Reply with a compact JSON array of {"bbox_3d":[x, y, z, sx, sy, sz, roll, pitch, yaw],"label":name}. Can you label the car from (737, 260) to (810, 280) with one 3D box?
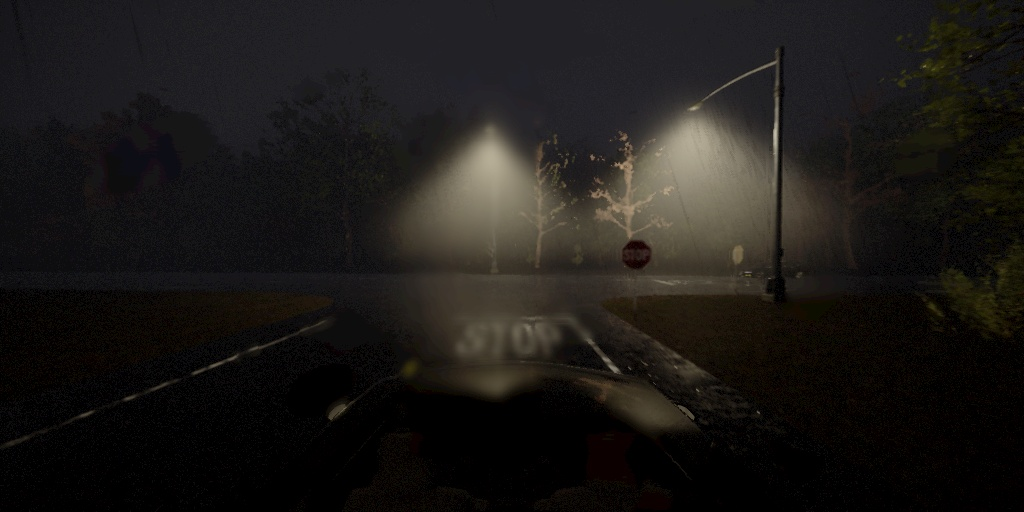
[{"bbox_3d":[19.799,1.062,27.289,4.892,1.490,1.837,-1,1,1],"label":"car"}]
